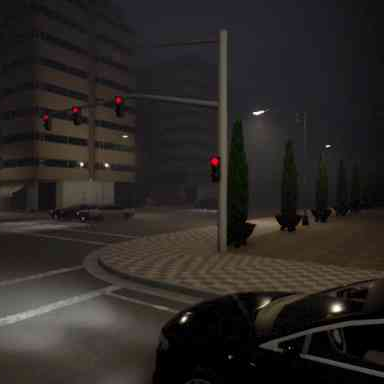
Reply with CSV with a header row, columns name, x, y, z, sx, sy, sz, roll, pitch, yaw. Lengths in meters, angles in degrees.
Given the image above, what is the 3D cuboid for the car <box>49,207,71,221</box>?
name,x,y,z,sx,sy,sz,roll,pitch,yaw
car,-9.609,1.651,28.402,1.895,1.301,4.718,0,0,35

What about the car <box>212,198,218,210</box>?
name,x,y,z,sx,sy,sz,roll,pitch,yaw
car,4.903,1.614,42.862,1.994,1.385,4.181,0,0,35

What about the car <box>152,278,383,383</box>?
name,x,y,z,sx,sy,sz,roll,pitch,yaw
car,1.834,1.492,2.665,4.902,1.511,2.128,0,0,36

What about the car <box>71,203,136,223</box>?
name,x,y,z,sx,sy,sz,roll,pitch,yaw
car,-6.762,1.652,26.365,1.895,1.301,4.718,0,0,35

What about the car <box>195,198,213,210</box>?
name,x,y,z,sx,sy,sz,roll,pitch,yaw
car,2.294,1.554,45.233,1.837,1.490,4.892,0,0,35
